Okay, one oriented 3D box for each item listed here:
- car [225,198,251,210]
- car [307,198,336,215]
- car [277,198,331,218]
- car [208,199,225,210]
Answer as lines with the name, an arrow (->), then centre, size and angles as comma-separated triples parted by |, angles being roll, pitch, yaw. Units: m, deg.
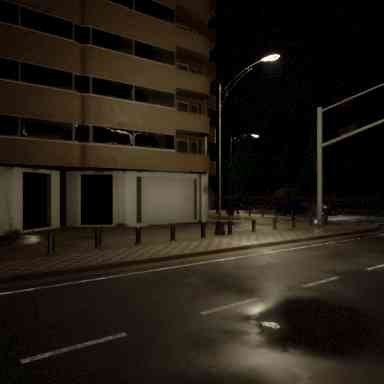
car -> 5.484, 1.560, 43.178 | 1.837, 1.490, 4.892 | 0, 0, -36
car -> 12.222, 1.407, 33.829 | 2.097, 1.767, 4.553 | 0, 0, -36
car -> 10.042, 1.581, 30.897 | 1.812, 1.442, 4.674 | 0, 0, -37
car -> 1.386, 1.603, 42.877 | 2.033, 1.411, 5.357 | 0, 0, -36
